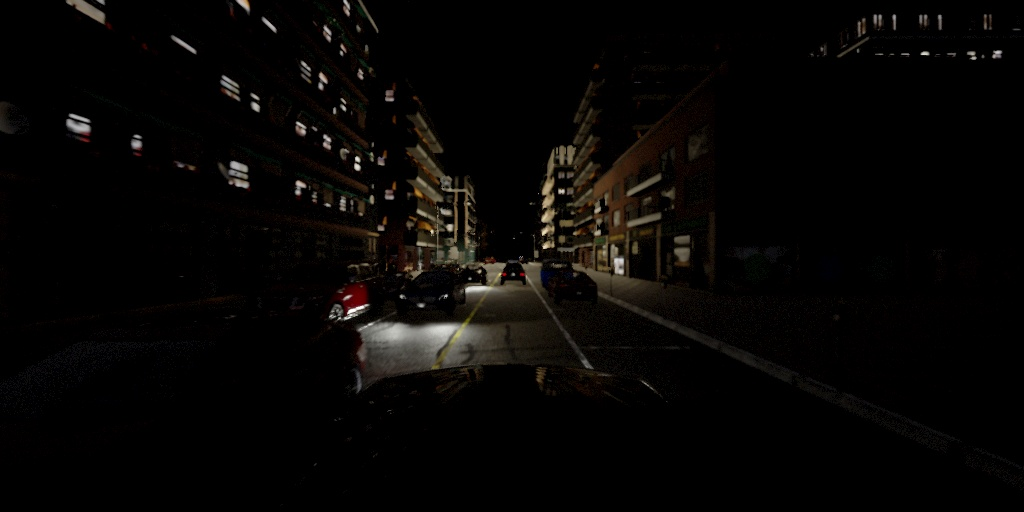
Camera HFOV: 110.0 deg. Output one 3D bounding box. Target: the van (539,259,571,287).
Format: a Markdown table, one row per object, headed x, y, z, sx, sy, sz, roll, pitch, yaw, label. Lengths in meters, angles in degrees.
| x | y | z | sx | sy | sz | roll | pitch | yaw | label |
| --- | --- | --- | --- | --- | --- | --- | --- | --- | --- |
| 2.589 | 1.086 | 21.633 | 1.690 | 1.789 | 3.998 | 0 | 0 | 0 | van |

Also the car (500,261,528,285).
| x | y | z | sx | sy | sz | roll | pitch | yaw | label |
| --- | --- | --- | --- | --- | --- | --- | --- | --- | --- |
| 0.102 | 1.288 | 26.401 | 2.033 | 1.411 | 5.357 | 0 | 0 | 0 | car |

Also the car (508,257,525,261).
| x | y | z | sx | sy | sz | roll | pitch | yaw | label |
| --- | --- | --- | --- | --- | --- | --- | --- | --- | --- |
| 0.135 | 1.219 | 44.182 | 2.128 | 1.511 | 4.902 | 0 | 0 | 0 | car |

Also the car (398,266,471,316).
| x | y | z | sx | sy | sz | roll | pitch | yaw | label |
| --- | --- | --- | --- | --- | --- | --- | --- | --- | --- |
| -2.831 | 1.269 | 13.513 | 1.812 | 1.442 | 4.674 | 0 | 0 | 0 | car |

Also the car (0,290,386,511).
| x | y | z | sx | sy | sz | roll | pitch | yaw | label |
| --- | --- | --- | --- | --- | --- | --- | --- | --- | --- |
| -2.859 | 1.273 | 3.106 | 1.812 | 1.442 | 4.674 | 0 | 0 | 0 | car |

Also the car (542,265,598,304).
| x | y | z | sx | sy | sz | roll | pitch | yaw | label |
| --- | --- | --- | --- | --- | --- | --- | --- | --- | --- |
| 2.581 | 1.292 | 16.045 | 1.888 | 1.381 | 4.507 | 0 | 0 | 0 | car |

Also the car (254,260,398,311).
| x | y | z | sx | sy | sz | roll | pitch | yaw | label |
| --- | --- | --- | --- | --- | --- | --- | --- | --- | --- |
| -5.306 | 1.057 | 10.469 | 2.192 | 1.841 | 5.009 | 0 | 0 | 0 | car |

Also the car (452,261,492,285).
| x | y | z | sx | sy | sz | roll | pitch | yaw | label |
| --- | --- | --- | --- | --- | --- | --- | --- | --- | --- |
| -2.741 | 1.302 | 25.438 | 1.994 | 1.385 | 4.181 | 0 | 0 | 1 | car |

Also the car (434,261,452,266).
| x | y | z | sx | sy | sz | roll | pitch | yaw | label |
| --- | --- | --- | --- | --- | --- | --- | --- | --- | --- |
| -5.284 | 1.279 | 27.231 | 1.888 | 1.381 | 4.507 | 0 | 0 | 0 | car |
